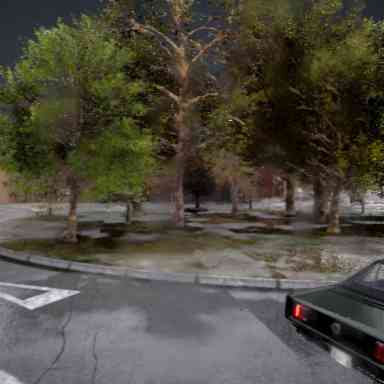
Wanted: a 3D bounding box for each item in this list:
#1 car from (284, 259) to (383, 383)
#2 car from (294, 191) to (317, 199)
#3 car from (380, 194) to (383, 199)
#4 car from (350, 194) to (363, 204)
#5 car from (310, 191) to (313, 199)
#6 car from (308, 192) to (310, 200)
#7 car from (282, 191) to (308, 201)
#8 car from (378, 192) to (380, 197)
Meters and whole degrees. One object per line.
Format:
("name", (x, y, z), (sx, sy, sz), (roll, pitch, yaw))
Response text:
("car", (3.758, 1.609, 4.610), (4.718, 1.301, 1.895), (0, 0, -22))
("car", (29.890, 0.837, 87.772), (5.566, 2.045, 2.435), (0, 1, 28))
("car", (46.989, 1.263, 76.910), (5.008, 1.535, 2.097), (0, 1, 28))
("car", (30.839, 1.136, 62.222), (2.150, 2.045, 5.566), (0, 1, 26))
("car", (26.109, 1.058, 80.413), (4.553, 1.767, 2.185), (0, 1, 28))
("car", (23.522, 1.236, 75.546), (5.008, 1.535, 2.097), (0, 1, 28))
("car", (22.275, 1.132, 73.079), (4.553, 1.767, 2.185), (0, 1, 28))
("car", (49.540, 0.944, 81.703), (5.566, 2.045, 2.435), (0, 1, 28))
